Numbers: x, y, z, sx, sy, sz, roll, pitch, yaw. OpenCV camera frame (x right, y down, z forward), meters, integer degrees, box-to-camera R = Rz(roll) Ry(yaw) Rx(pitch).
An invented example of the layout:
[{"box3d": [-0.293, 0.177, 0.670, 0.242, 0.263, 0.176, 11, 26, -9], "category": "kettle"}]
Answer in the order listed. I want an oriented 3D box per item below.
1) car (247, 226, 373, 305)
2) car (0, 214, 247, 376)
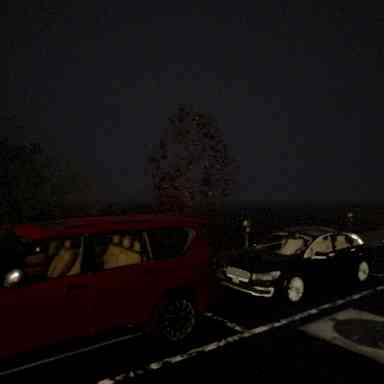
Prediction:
[{"box3d": [2.671, 1.549, 7.991, 4.403, 1.369, 2.008, 0, 1, -35], "category": "car"}, {"box3d": [-1.836, 1.315, 4.775, 5.009, 1.841, 2.192, 0, 1, -35], "category": "car"}]
